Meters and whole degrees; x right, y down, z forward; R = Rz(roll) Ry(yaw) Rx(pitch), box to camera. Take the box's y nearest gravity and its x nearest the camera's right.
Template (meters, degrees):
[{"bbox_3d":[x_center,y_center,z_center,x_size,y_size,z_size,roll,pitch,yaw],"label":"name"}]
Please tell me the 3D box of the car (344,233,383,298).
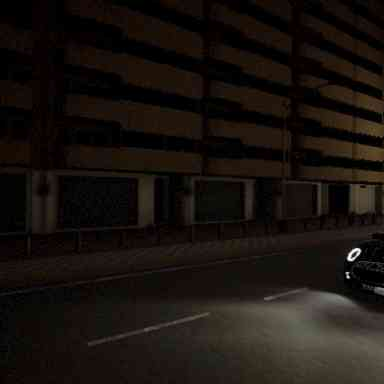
[{"bbox_3d":[5.683,1.446,8.026,4.553,1.767,2.097,1,0,-35],"label":"car"}]
